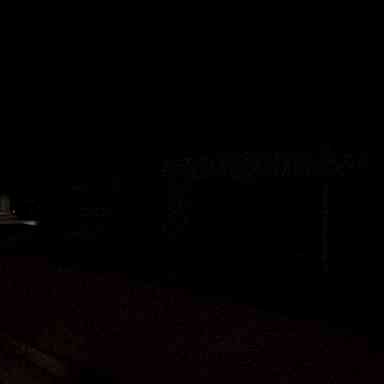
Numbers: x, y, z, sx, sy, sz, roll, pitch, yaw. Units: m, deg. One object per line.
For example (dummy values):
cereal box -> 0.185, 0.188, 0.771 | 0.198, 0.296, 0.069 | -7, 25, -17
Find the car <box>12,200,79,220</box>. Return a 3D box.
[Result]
car -> -12.102, 1.477, 28.370 | 1.882, 1.535, 5.008 | 0, 0, 36
